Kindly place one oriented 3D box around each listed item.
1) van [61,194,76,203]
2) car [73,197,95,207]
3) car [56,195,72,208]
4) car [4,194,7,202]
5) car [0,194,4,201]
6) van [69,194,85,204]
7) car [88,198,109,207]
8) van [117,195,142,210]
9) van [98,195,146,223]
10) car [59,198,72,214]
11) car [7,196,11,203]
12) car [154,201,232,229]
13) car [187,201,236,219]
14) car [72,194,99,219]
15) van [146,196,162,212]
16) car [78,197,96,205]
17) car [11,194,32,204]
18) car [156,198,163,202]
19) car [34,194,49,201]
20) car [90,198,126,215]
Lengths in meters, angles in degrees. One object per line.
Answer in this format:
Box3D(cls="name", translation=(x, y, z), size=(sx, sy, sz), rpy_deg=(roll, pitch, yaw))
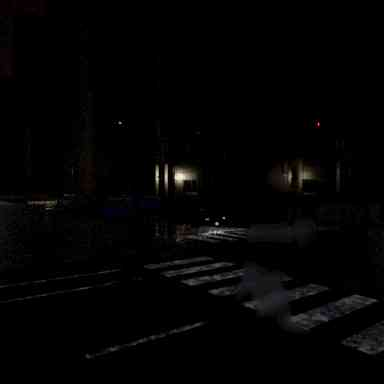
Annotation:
Box3D(cls="van", translation=(-24.770, 1.329, 66.672), size=(1.690, 1.788, 3.998), rpy_deg=(0, 0, -36))
Box3D(cls="car", translation=(-16.312, 1.505, 50.192), size=(1.812, 1.442, 4.674), rpy_deg=(0, 0, -35))
Box3D(cls="car", translation=(-17.258, 1.496, 46.165), size=(1.812, 1.442, 4.674), rpy_deg=(0, 0, -35))
Box3D(cls="car", translation=(-38.211, 1.488, 70.804), size=(1.752, 1.417, 4.829), rpy_deg=(0, 0, -36))
Box3D(cls="car", translation=(-41.614, 1.529, 75.559), size=(1.947, 1.339, 4.313), rpy_deg=(0, 0, -36))
Box3D(cls="van", translation=(-21.466, 1.329, 62.055), size=(1.690, 1.788, 3.998), rpy_deg=(0, 0, -36))
Box3D(cls="car", translation=(-14.858, 1.569, 52.820), size=(1.802, 1.307, 4.206), rpy_deg=(0, 0, -36))
Box3D(cls="van", translation=(-8.249, 1.330, 43.587), size=(1.690, 1.788, 3.998), rpy_deg=(0, 0, -36))
Box3D(cls="van", translation=(-5.268, 1.314, 24.774), size=(1.690, 1.788, 3.998), rpy_deg=(0, 0, -36))
Box3D(cls="car", translation=(-11.877, 1.548, 34.007), size=(1.802, 1.307, 4.206), rpy_deg=(0, 0, -36))
Box3D(cls="car", translation=(-35.005, 1.403, 66.325), size=(1.967, 1.590, 4.097), rpy_deg=(0, 0, -36))
Box3D(cls="car", translation=(-0.085, 1.532, 22.166), size=(2.033, 1.411, 5.357), rpy_deg=(0, 0, -37))
Box3D(cls="car", translation=(1.663, 1.549, 29.736), size=(2.008, 1.369, 4.403), rpy_deg=(0, 0, -36))
Box3D(cls="car", translation=(-8.572, 1.284, 29.391), size=(2.192, 1.841, 5.009), rpy_deg=(0, 0, -36))
Box3D(cls="van", translation=(-4.945, 1.332, 38.971), size=(1.690, 1.788, 3.998), rpy_deg=(0, 0, -36))
Box3D(cls="car", translation=(-18.162, 1.570, 57.438), size=(1.802, 1.307, 4.206), rpy_deg=(0, 0, -36))
Box3D(cls="car", translation=(-31.702, 1.513, 61.708), size=(2.008, 1.369, 4.403), rpy_deg=(0, 0, -36))
Box3D(cls="car", translation=(-1.641, 1.577, 34.353), size=(1.802, 1.307, 4.206), rpy_deg=(0, 0, -36))
Box3D(cls="car", translation=(-37.987, 1.304, 85.140), size=(2.192, 1.841, 5.009), rpy_deg=(0, 0, -36))
Box3D(cls="car", translation=(-8.742, 1.452, 34.215), size=(1.882, 1.535, 5.008), rpy_deg=(0, 0, -36))
